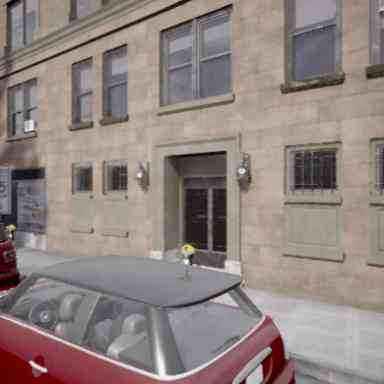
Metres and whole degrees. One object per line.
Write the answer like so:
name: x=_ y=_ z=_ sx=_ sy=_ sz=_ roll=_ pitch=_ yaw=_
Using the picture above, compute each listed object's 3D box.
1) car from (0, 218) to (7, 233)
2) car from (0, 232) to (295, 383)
car: x=-5.511 y=1.305 z=6.782 sx=5.009 sy=1.841 sz=2.192 roll=0 pitch=0 yaw=36
car: x=-1.109 y=1.437 z=3.641 sx=4.097 sy=1.590 sz=1.967 roll=0 pitch=0 yaw=36
